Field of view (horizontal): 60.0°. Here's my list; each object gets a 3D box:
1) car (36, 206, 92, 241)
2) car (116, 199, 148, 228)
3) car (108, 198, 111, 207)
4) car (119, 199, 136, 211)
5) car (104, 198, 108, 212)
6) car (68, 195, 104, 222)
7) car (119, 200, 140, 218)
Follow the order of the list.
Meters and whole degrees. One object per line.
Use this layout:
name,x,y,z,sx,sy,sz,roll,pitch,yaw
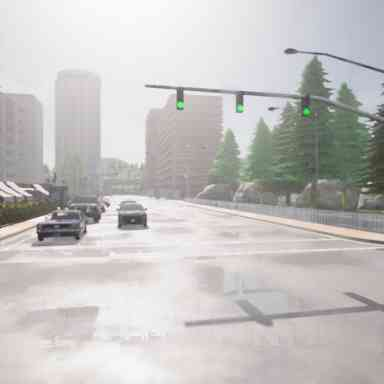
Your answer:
car,-6.489,1.622,17.019,1.895,1.301,4.718,0,0,-12
car,-4.146,1.497,22.954,1.882,1.535,5.008,0,0,-12
car,-13.944,1.669,53.170,2.033,1.411,5.357,0,0,-12
car,-8.066,1.600,41.742,1.994,1.385,4.181,0,0,-12
car,-10.804,1.565,37.697,1.812,1.442,4.674,0,0,-12
car,-8.483,1.251,26.576,2.150,2.045,5.566,0,0,-12
car,-6.016,1.532,31.910,1.837,1.490,4.892,0,0,-12
